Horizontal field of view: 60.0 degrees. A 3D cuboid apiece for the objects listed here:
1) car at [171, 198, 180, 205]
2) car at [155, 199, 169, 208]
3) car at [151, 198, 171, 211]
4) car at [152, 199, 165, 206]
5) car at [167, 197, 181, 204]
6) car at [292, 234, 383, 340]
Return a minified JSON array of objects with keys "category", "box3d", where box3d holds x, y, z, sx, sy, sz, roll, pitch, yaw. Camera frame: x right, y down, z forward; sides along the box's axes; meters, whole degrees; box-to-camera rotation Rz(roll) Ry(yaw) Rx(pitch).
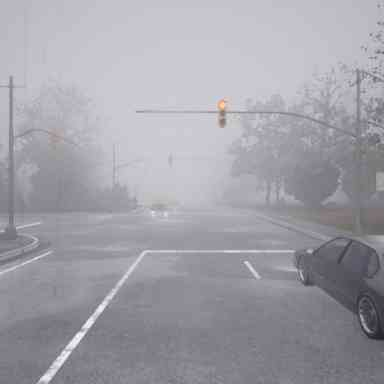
[{"category":"car","box3d":[-3.987,2.109,69.888,2.033,1.411,5.357,0,-1,-14]},{"category":"car","box3d":[-4.981,1.781,54.184,2.033,1.411,5.357,0,-1,-7]},{"category":"car","box3d":[-4.064,1.539,42.095,1.882,1.535,5.008,0,-1,-2]},{"category":"car","box3d":[-6.599,2.014,64.876,2.033,1.411,5.357,0,-1,-10]},{"category":"car","box3d":[-4.535,2.186,83.014,2.097,1.767,4.553,0,-1,-22]},{"category":"car","box3d":[3.592,1.547,6.458,2.033,1.411,5.357,0,0,0]}]
